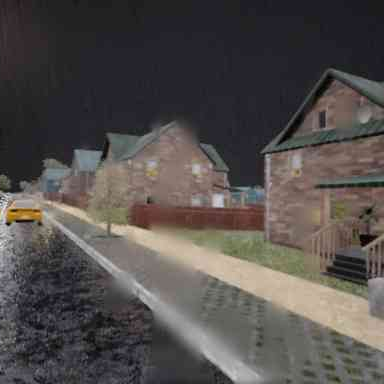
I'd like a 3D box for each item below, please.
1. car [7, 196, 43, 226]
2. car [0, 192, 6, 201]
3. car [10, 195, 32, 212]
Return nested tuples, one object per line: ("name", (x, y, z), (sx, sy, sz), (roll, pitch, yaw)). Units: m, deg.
("car", (-10.788, 1.239, 21.446), (1.882, 1.535, 5.008), (2, 0, -28))
("car", (-33.585, 0.770, 57.955), (1.837, 1.490, 4.892), (2, -1, -28))
("car", (-17.321, 1.131, 33.609), (1.837, 1.490, 4.892), (2, 0, -28))
